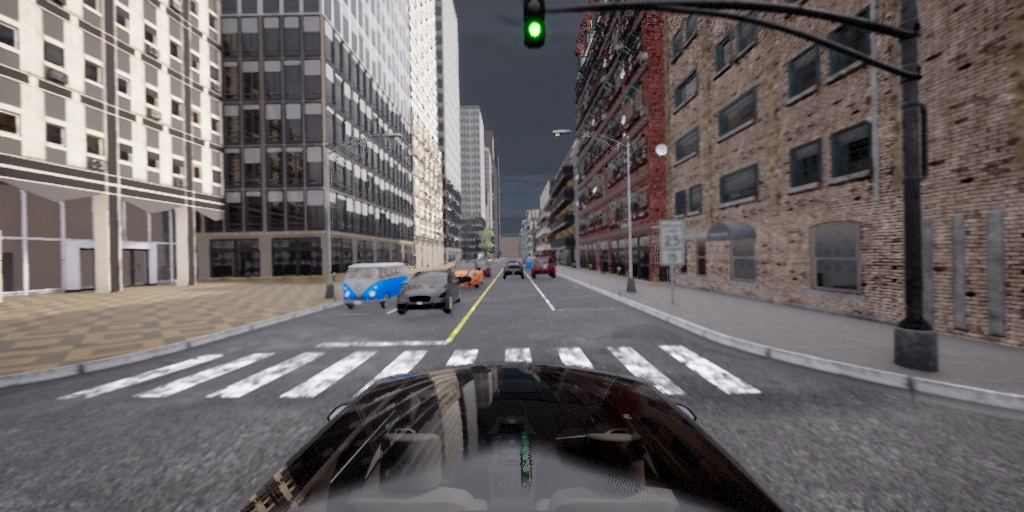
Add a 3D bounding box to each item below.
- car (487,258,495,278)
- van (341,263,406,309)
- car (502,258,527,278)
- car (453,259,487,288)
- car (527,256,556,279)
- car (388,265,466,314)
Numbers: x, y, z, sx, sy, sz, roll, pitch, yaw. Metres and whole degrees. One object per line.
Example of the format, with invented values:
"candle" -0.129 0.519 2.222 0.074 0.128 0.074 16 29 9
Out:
"car" -3.039 1.148 34.323 2.097 1.767 4.553 -1 0 0
"van" -5.671 1.186 15.296 1.690 1.789 3.998 0 0 0
"car" 0.132 1.235 33.417 1.837 1.490 4.892 -1 0 0
"car" -3.069 1.145 23.905 2.097 1.767 4.553 -1 0 0
"car" 2.736 0.991 31.935 2.192 1.841 5.009 0 0 0
"car" -3.119 1.297 14.183 1.837 1.490 4.892 -1 0 -2
